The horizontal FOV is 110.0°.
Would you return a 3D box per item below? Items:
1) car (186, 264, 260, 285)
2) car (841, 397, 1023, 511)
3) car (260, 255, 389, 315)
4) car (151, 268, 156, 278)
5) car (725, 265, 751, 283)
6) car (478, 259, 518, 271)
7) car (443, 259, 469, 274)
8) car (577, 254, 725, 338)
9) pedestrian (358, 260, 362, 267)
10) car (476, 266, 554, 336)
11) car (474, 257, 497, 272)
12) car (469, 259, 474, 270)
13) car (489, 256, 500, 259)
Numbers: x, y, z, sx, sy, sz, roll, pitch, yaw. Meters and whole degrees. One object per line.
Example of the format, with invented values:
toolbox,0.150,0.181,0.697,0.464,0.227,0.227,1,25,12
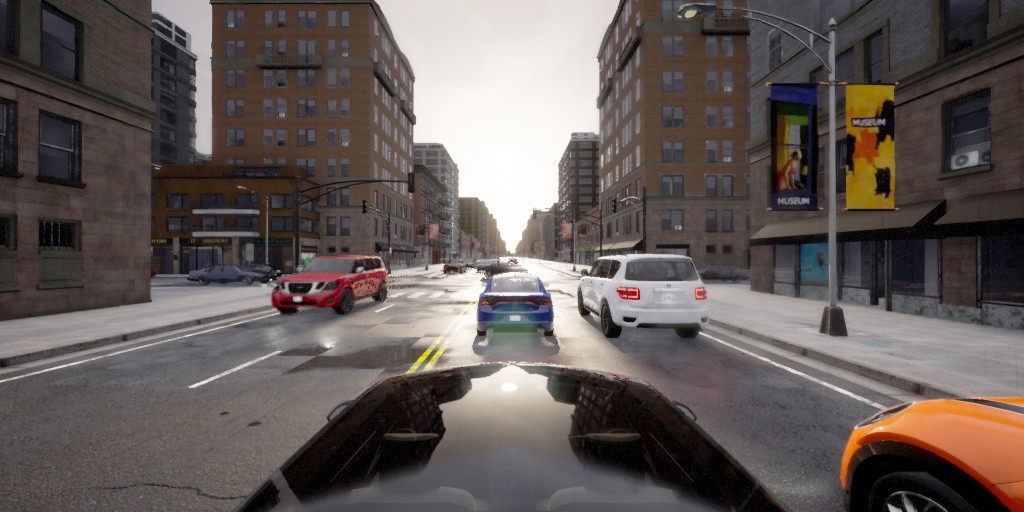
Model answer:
car,-19.624,1.291,25.241,5.357,1.411,2.033,0,0,0
car,3.343,1.102,0.585,2.097,1.767,4.553,0,0,0
car,-6.599,0.972,13.842,2.150,2.045,5.566,0,0,1
car,-33.118,1.343,30.809,4.207,1.307,1.802,0,0,0
car,15.868,1.338,28.321,5.357,1.411,2.033,0,0,0
car,-0.523,1.247,30.144,2.128,1.511,4.902,-1,0,-35
car,-6.559,1.101,41.311,2.097,1.767,4.553,0,0,0
car,3.341,0.972,10.295,2.150,2.045,5.566,0,0,0
pedestrian,-14.110,0.919,33.569,0.375,1.860,0.375,0,0,0
car,0.090,1.228,10.436,1.882,1.535,5.008,0,0,0
car,-3.306,1.226,44.894,1.882,1.535,5.008,0,0,0
car,-6.541,1.251,54.050,1.837,1.490,4.892,0,0,0
car,-3.250,0.966,63.713,2.150,2.045,5.566,0,0,0
